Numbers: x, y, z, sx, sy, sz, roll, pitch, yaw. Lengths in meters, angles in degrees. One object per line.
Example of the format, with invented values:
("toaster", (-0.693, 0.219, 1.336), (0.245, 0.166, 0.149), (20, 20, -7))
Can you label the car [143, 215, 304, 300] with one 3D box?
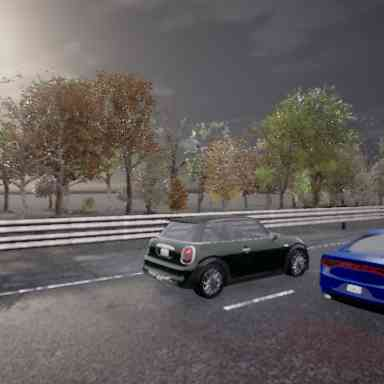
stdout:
("car", (1.075, 1.388, 8.772), (4.553, 1.767, 2.097), (1, 0, -38))

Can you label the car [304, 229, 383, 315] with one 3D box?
("car", (4.822, 1.529, 7.188), (5.008, 1.535, 1.882), (0, 0, -35))
